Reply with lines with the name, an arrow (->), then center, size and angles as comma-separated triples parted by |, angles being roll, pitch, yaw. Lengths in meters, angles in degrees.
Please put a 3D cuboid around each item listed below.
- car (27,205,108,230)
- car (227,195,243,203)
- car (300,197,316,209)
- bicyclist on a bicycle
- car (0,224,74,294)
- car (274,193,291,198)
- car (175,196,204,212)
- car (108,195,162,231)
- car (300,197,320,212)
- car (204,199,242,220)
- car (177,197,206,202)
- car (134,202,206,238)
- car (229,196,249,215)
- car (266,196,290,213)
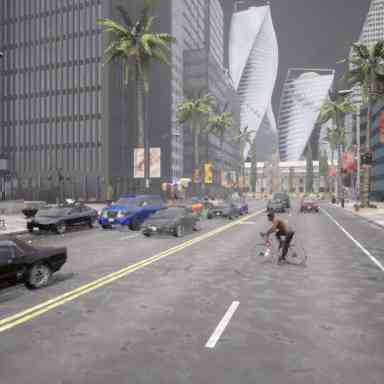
car -> -7.373, 1.513, 19.553 | 2.161, 1.482, 4.786 | 0, 0, 18
car -> 8.857, 1.481, 68.224 | 2.231, 1.521, 4.892 | 0, 0, 18
car -> 16.476, 1.492, 47.471 | 2.128, 1.511, 4.902 | 0, 0, 18
bicyclist on a bicycle -> 2.608, 1.455, 10.159 | 1.656, 1.620, 0.582 | -2, -1, 19
car -> -4.777, 1.601, 6.666 | 1.895, 1.301, 4.718 | 0, 0, 19
car -> 12.648, 1.221, 47.001 | 2.150, 2.045, 5.566 | 0, 0, 19
car -> -0.273, 1.354, 40.303 | 2.185, 1.767, 4.553 | 0, 0, 18
car -> -3.596, 1.223, 21.048 | 2.150, 2.045, 5.566 | 0, 0, 19
car -> 13.498, 1.526, 38.369 | 1.812, 1.442, 4.674 | 0, 0, 18
car -> 2.715, 1.564, 28.430 | 1.994, 1.385, 4.181 | 0, 0, 19
car -> -0.543, 1.353, 29.715 | 2.097, 1.767, 4.553 | 0, 0, 19
car -> -0.984, 1.506, 17.861 | 1.837, 1.490, 4.892 | 0, 0, 19
car -> 4.345, 1.352, 33.477 | 2.097, 1.767, 4.553 | 0, 0, 19
car -> 9.502, 1.492, 37.422 | 2.128, 1.511, 4.902 | 0, 0, 18
